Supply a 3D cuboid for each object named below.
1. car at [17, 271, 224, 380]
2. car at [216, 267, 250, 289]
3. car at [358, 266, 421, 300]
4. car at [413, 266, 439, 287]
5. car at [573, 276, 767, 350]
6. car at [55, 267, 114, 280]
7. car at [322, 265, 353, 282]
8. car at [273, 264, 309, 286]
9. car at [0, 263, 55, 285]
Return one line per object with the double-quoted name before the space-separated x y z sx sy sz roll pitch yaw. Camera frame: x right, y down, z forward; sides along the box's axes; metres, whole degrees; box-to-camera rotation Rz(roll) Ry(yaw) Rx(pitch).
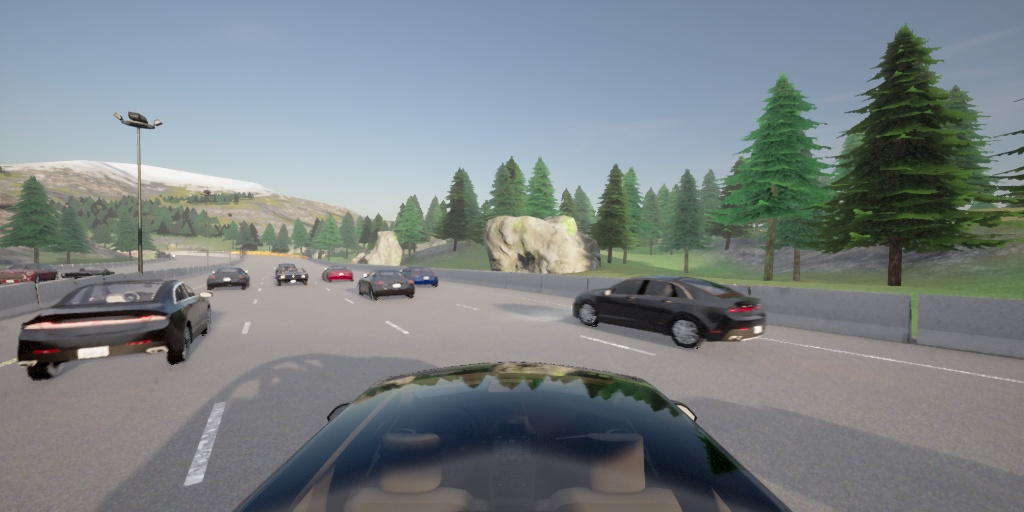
"car" -7.654 1.240 7.407 2.128 1.511 4.902 0 0 -34
"car" -18.455 1.425 23.455 1.994 1.385 4.181 0 -1 -34
"car" -6.403 1.351 18.083 1.994 1.385 4.181 0 0 -34
"car" -6.639 1.394 24.703 1.994 1.385 4.181 0 0 -34
"car" 3.692 1.261 9.354 1.837 1.490 4.892 0 0 -34
"car" -35.958 1.589 30.466 1.895 1.301 4.718 0 -1 -34
"car" -15.119 1.474 31.036 1.994 1.385 4.181 0 -1 -34
"car" -16.343 1.480 26.585 1.895 1.301 4.718 0 -1 -34
"car" -39.162 1.340 28.966 2.097 1.767 4.553 0 0 -34
